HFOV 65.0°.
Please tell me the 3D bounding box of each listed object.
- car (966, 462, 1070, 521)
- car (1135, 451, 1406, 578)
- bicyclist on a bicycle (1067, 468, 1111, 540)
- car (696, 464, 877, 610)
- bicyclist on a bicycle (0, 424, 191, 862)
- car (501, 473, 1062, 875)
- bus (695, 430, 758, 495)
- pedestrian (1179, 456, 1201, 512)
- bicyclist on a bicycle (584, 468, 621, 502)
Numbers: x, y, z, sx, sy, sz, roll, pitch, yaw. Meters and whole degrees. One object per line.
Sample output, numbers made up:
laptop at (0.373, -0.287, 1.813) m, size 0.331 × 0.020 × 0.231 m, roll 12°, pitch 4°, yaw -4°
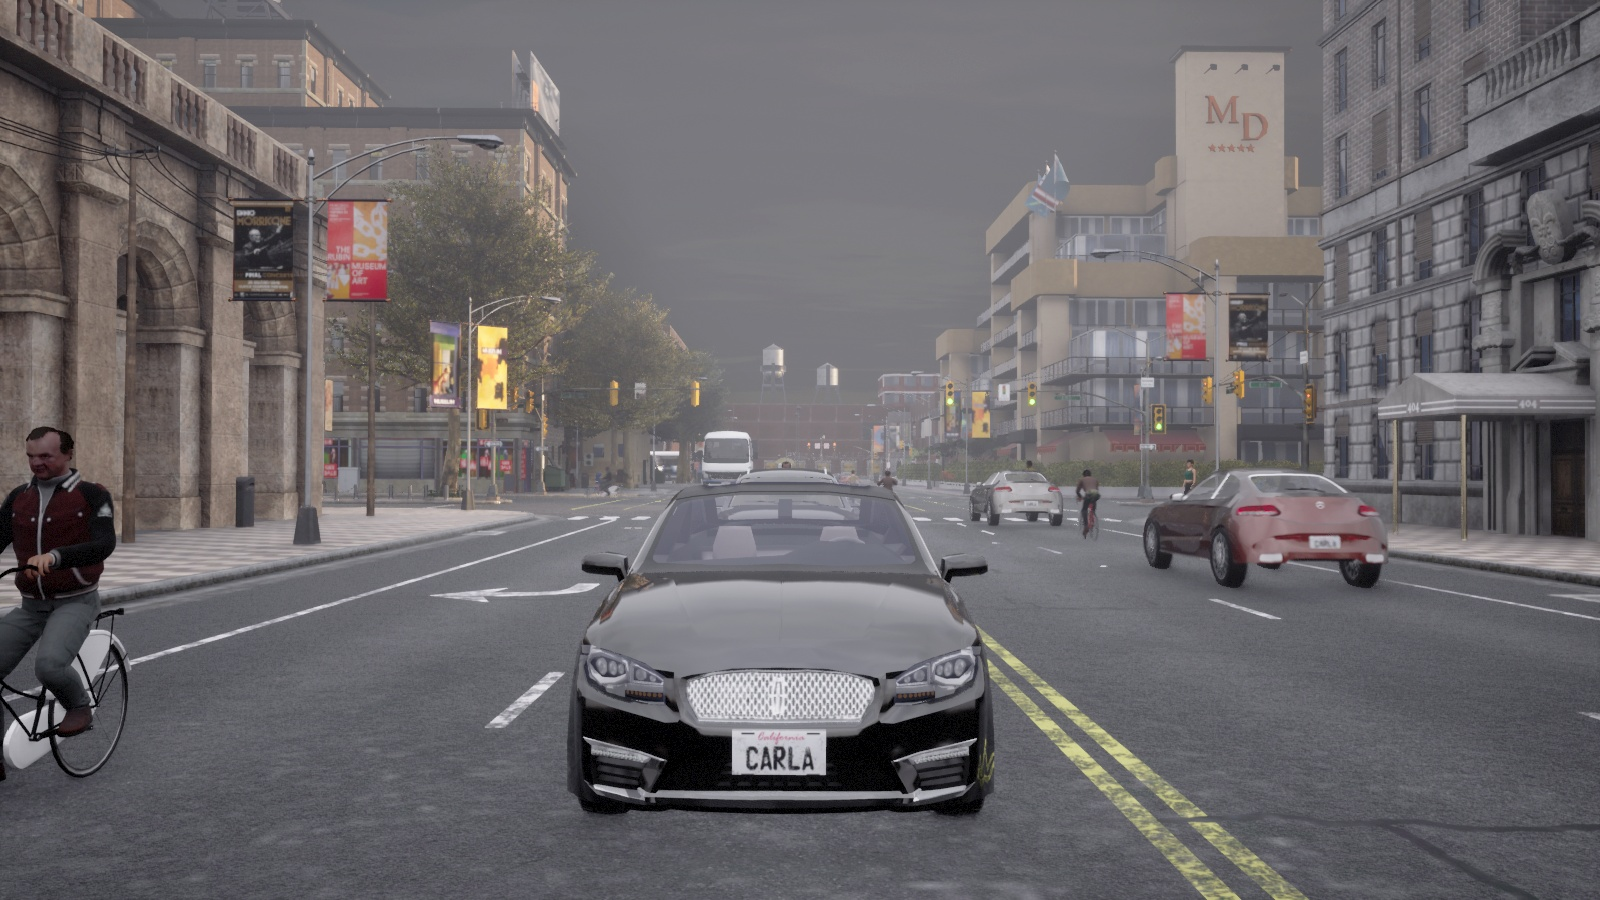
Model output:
car at (6.495, 1.203, 37.972) m, size 2.152 × 1.651 × 5.027 m, roll 0°, pitch -1°, yaw -1°
car at (6.814, 0.883, 18.912) m, size 2.152 × 1.651 × 5.027 m, roll 0°, pitch -1°, yaw -1°
bicyclist on a bicycle at (6.664, 1.227, 29.027) m, size 0.582 × 1.620 × 1.656 m, roll 0°, pitch -1°, yaw -1°
car at (-0.165, 1.024, 16.622) m, size 2.033 × 1.649 × 4.856 m, roll 0°, pitch -1°, yaw 0°
bicyclist on a bicycle at (-3.575, 0.796, 5.776) m, size 0.659 × 1.776 × 1.843 m, roll 0°, pitch -1°, yaw 0°
car at (-0.075, 0.892, 7.228) m, size 2.128 × 1.511 × 4.902 m, roll 0°, pitch -1°, yaw 0°
bus at (-4.931, 0.914, 86.961) m, size 3.944 × 4.253 × 10.273 m, roll 0°, pitch -1°, yaw -1°
pedestrian at (12.871, 1.114, 41.451) m, size 0.594 × 1.836 × 0.345 m, roll 0°, pitch -1°, yaw -17°
bicyclist on a bicycle at (-10.395, 1.833, 66.032) m, size 1.843 × 1.776 × 0.659 m, roll 0°, pitch -1°, yaw -1°
